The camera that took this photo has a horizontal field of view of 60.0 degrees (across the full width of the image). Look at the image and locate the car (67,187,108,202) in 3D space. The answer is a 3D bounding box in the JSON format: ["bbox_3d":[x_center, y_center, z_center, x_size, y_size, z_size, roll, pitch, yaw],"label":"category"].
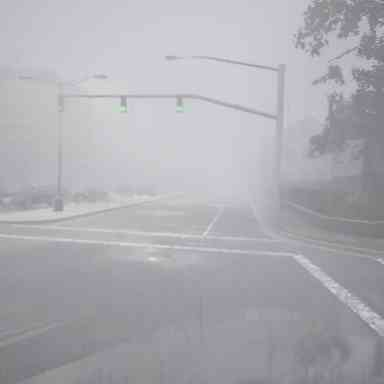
[{"bbox_3d":[-10.106,0.205,33.144,1.895,1.301,4.718,2,2,8],"label":"car"}]

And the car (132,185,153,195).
[{"bbox_3d":[-7.292,-0.398,52.137,1.837,1.490,4.892,2,1,9],"label":"car"}]

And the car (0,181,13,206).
[{"bbox_3d":[-15.061,0.104,23.331,2.097,1.767,4.553,2,2,8],"label":"car"}]

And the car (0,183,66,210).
[{"bbox_3d":[-11.478,0.349,23.694,2.128,1.511,4.902,2,2,8],"label":"car"}]

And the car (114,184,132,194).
[{"bbox_3d":[-10.776,-0.537,52.481,2.128,1.511,4.902,2,2,9],"label":"car"}]
